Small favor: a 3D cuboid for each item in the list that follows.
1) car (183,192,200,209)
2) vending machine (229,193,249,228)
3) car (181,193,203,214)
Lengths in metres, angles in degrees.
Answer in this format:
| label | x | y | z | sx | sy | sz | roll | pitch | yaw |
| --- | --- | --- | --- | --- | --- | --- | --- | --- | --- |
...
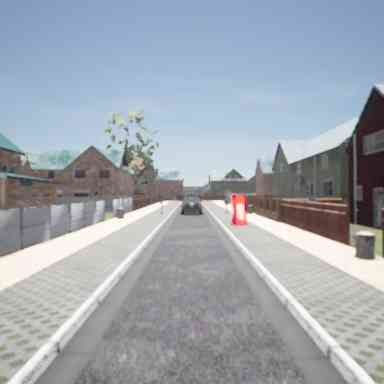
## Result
| label | x | y | z | sx | sy | sz | roll | pitch | yaw |
| --- | --- | --- | --- | --- | --- | --- | --- | --- | --- |
| car | -0.054 | 1.094 | 44.920 | 2.150 | 2.045 | 5.566 | 0 | 1 | 0 |
| vending machine | 2.950 | 1.140 | 20.871 | 1.100 | 2.100 | 0.880 | -1 | -1 | 0 |
| car | -0.017 | 1.258 | 33.499 | 2.097 | 1.767 | 4.553 | 0 | 0 | 1 |
